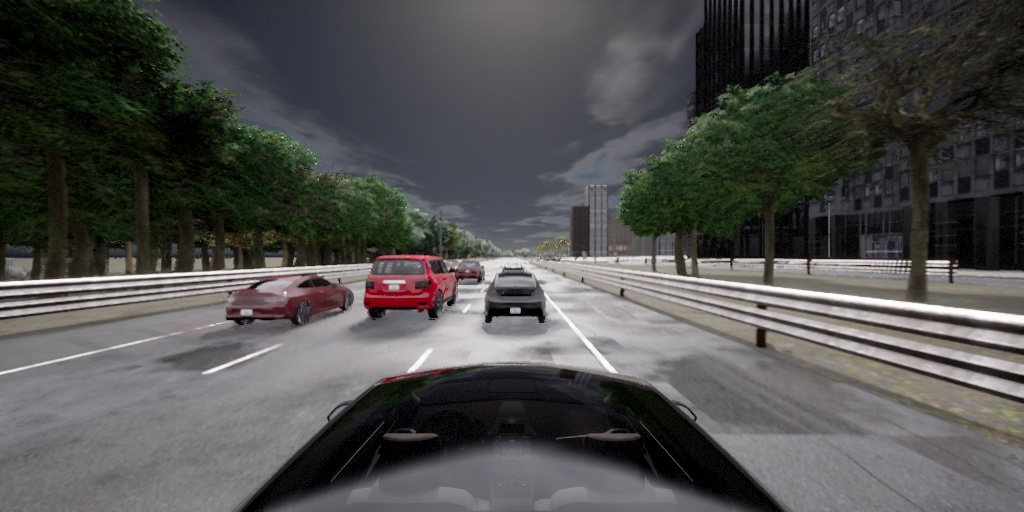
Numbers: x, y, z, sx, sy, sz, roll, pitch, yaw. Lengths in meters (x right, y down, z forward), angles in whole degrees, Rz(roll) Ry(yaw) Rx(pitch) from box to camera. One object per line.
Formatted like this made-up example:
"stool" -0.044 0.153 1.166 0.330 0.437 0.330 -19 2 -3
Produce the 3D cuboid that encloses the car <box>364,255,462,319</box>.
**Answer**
"car" -3.400 1.004 13.020 2.150 2.045 5.566 0 0 0

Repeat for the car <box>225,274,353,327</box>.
"car" -6.901 1.304 11.624 1.812 1.442 4.674 0 0 0

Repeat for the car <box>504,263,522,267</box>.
"car" 0.102 1.320 29.809 2.128 1.511 4.902 0 0 0

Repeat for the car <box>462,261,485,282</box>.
"car" -3.398 1.180 29.585 2.097 1.767 4.553 0 0 0

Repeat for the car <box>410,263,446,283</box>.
"car" -6.898 1.334 29.943 1.837 1.490 4.892 0 0 0

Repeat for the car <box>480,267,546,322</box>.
"car" 0.100 1.285 12.415 1.837 1.490 4.892 0 0 0
